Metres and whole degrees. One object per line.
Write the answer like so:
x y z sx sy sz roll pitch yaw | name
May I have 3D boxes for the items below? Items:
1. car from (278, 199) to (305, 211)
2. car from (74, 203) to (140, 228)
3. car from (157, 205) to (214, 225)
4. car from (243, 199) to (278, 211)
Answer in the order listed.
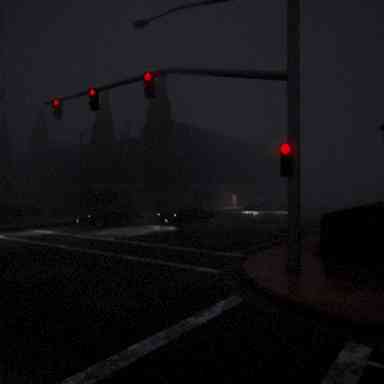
12.307 1.580 41.109 2.033 1.411 5.357 0 0 37 | car
-5.780 1.547 23.090 2.128 1.511 4.902 0 0 38 | car
-0.418 1.643 24.345 1.895 1.301 4.718 0 0 37 | car
8.453 1.593 41.828 2.033 1.411 5.357 0 0 37 | car
